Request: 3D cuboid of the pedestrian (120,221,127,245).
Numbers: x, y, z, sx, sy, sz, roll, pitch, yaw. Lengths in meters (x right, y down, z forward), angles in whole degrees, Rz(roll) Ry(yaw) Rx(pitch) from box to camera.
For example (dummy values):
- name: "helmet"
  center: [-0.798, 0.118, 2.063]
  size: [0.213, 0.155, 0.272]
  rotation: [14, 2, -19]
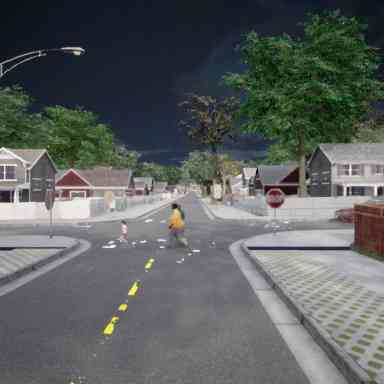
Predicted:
- name: "pedestrian"
  center: [-2.843, 1.672, 14.012]
  size: [0.500, 1.100, 0.500]
  rotation: [0, 0, 0]

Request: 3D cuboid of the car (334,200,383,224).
- name: "car"
  center: [11.871, 1.294, 22.006]
  size: [4.674, 1.442, 1.812]
  rotation: [-1, 0, 0]

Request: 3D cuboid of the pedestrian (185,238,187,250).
- name: "pedestrian"
  center: [-0.498, 1.291, 13.470]
  size: [0.375, 1.860, 0.375]
  rotation: [0, 0, 0]

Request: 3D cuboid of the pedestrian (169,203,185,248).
- name: "pedestrian"
  center: [-0.575, 1.292, 12.795]
  size: [0.375, 1.860, 0.375]
  rotation: [0, 0, 0]
